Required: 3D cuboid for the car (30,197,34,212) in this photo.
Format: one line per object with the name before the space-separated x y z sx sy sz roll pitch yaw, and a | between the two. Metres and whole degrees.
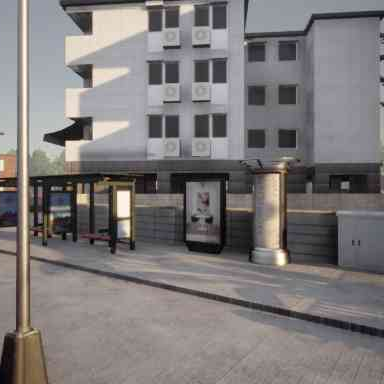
car | -16.871 1.352 34.256 2.097 1.767 4.553 0 0 36
